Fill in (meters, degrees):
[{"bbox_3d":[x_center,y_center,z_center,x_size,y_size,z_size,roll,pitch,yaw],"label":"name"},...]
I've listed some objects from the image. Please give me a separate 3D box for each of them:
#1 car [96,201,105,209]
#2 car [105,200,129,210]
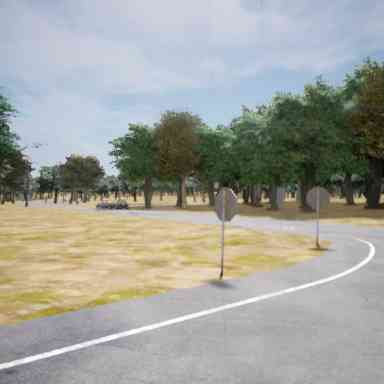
[{"bbox_3d":[-15.860,2.356,60.118,1.994,1.385,4.181,2,-2,-34],"label":"car"},{"bbox_3d":[-12.153,2.038,54.811,2.097,1.767,4.553,2,-2,-34],"label":"car"}]
